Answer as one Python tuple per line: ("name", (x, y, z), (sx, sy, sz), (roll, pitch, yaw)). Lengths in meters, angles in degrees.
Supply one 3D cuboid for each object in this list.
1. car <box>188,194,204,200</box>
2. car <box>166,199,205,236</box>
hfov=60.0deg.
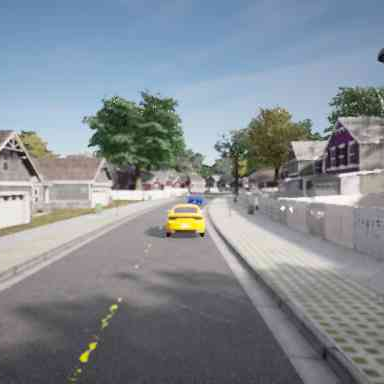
("car", (0.535, 0.962, 43.399), (1.882, 1.535, 5.008), (0, 1, 4))
("car", (-0.338, 1.391, 17.978), (1.882, 1.535, 5.008), (0, 1, -1))
